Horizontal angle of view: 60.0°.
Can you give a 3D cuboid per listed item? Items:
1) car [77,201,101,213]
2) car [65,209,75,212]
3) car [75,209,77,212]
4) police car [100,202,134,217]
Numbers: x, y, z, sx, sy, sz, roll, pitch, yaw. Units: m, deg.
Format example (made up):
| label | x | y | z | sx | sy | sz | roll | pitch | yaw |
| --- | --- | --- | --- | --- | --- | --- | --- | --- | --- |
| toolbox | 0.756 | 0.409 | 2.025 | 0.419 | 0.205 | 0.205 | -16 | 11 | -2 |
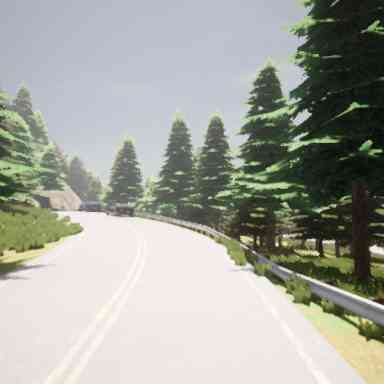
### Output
| label | x | y | z | sx | sy | sz | roll | pitch | yaw |
| --- | --- | --- | --- | --- | --- | --- | --- | --- | --- |
| car | -13.902 | 2.038 | 45.734 | 1.882 | 1.535 | 5.008 | 3 | -3 | -30 |
| car | -22.815 | 3.880 | 63.548 | 2.033 | 1.411 | 5.357 | 0 | -8 | 0 |
| car | -16.334 | 2.364 | 50.780 | 1.812 | 1.442 | 4.674 | 2 | -5 | -21 |
| police car | -8.275 | 1.923 | 37.726 | 1.930 | 1.638 | 5.238 | 3 | -2 | -33 |
